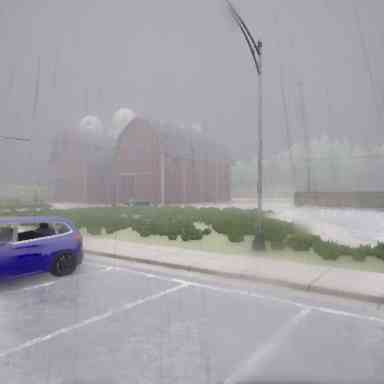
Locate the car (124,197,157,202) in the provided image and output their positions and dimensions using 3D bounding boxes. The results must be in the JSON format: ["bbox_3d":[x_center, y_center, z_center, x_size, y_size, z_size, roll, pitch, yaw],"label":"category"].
[{"bbox_3d":[-7.261,1.455,47.379,4.902,1.511,2.128,0,0,-16],"label":"car"}]

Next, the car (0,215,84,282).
[{"bbox_3d":[-5.086,1.476,8.377,2.242,1.667,4.611,0,0,36],"label":"car"}]
